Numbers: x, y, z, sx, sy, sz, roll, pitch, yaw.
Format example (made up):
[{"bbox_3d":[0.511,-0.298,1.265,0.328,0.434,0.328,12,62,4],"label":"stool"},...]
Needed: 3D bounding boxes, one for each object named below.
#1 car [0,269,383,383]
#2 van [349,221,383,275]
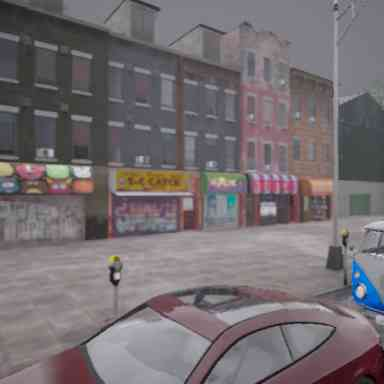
[{"bbox_3d":[0.062,1.585,2.856,4.206,1.307,1.802,0,0,-36],"label":"car"},{"bbox_3d":[4.510,1.356,6.031,3.998,1.788,1.690,0,0,-36],"label":"van"}]
